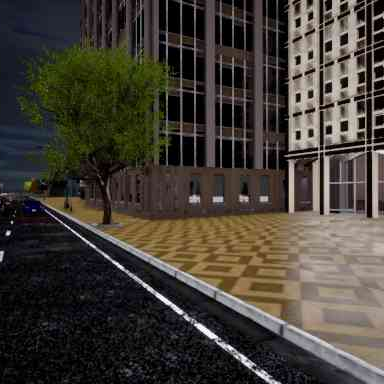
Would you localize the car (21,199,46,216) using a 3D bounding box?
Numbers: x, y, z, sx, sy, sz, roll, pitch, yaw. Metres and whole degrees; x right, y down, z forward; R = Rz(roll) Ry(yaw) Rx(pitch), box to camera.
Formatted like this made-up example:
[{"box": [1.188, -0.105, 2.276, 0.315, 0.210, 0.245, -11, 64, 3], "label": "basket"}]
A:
[{"box": [-15.572, 1.525, 32.659, 1.812, 1.442, 4.674, 0, 0, -27], "label": "car"}]

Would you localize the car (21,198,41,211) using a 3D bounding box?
[{"box": [-20.103, 1.545, 41.481, 2.033, 1.411, 5.357, 0, 0, -27], "label": "car"}]

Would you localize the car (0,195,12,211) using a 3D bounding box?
[{"box": [-23.929, 1.350, 41.923, 2.097, 1.767, 4.553, 0, 0, -27], "label": "car"}]

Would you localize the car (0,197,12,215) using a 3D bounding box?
[{"box": [-19.311, 1.491, 32.942, 2.128, 1.511, 4.902, 0, 0, -27], "label": "car"}]
